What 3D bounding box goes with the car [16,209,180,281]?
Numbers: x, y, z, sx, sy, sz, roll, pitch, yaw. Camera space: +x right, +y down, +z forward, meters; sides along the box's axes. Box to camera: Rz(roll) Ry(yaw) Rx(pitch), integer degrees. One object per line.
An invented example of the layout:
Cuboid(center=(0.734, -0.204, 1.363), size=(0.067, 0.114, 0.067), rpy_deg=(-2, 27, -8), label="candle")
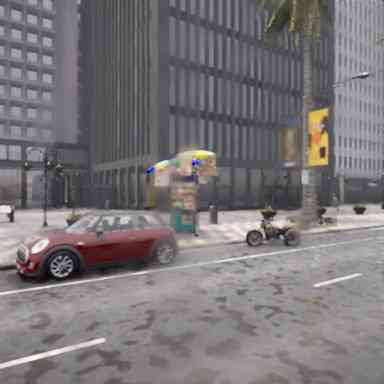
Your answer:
Cuboid(center=(-2.696, 1.358, 10.013), size=(4.553, 1.767, 2.185), rpy_deg=(0, 0, -35), label="car")
